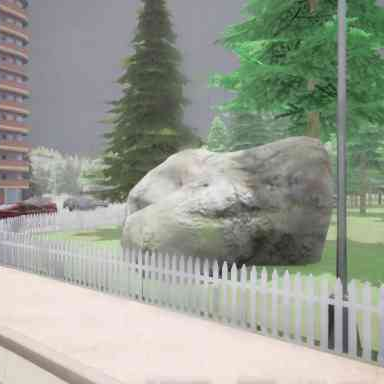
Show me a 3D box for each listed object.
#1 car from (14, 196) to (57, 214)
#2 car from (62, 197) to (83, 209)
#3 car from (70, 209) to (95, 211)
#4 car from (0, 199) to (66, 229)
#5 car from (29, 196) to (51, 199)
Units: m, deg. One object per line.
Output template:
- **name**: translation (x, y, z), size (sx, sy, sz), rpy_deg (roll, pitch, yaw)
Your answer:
- **car**: translation (-16.727, 1.297, 35.864), size (2.097, 1.767, 4.553), rpy_deg (0, 0, 8)
- **car**: translation (-16.446, 1.449, 45.900), size (1.837, 1.490, 4.892), rpy_deg (0, 0, -8)
- **car**: translation (-12.814, 1.508, 39.059), size (1.994, 1.385, 4.181), rpy_deg (0, 0, 4)
- **car**: translation (-10.546, 1.422, 20.933), size (1.882, 1.535, 5.008), rpy_deg (0, 0, 27)
- **car**: translation (-14.466, 1.422, 30.220), size (1.882, 1.535, 5.008), rpy_deg (0, 0, 15)
